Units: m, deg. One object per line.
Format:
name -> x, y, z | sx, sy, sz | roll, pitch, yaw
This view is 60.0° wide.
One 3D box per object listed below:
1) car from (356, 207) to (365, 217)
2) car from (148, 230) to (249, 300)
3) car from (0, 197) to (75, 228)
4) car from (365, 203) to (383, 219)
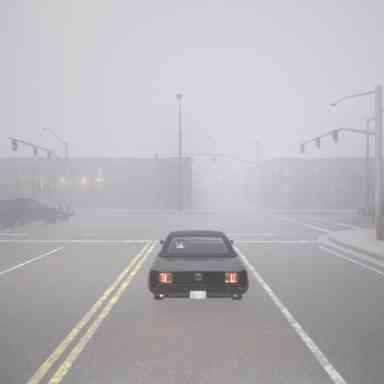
car -> 16.893, 1.601, 28.749 | 4.718, 1.301, 1.895 | 0, 0, 0
car -> 0.121, 1.601, 8.334 | 1.895, 1.301, 4.718 | 0, 0, 0
car -> -11.571, 1.402, 24.433 | 5.566, 2.045, 2.150 | -5, -1, 8
car -> 16.247, 1.491, 25.063 | 4.902, 1.511, 2.128 | 0, 0, 0
